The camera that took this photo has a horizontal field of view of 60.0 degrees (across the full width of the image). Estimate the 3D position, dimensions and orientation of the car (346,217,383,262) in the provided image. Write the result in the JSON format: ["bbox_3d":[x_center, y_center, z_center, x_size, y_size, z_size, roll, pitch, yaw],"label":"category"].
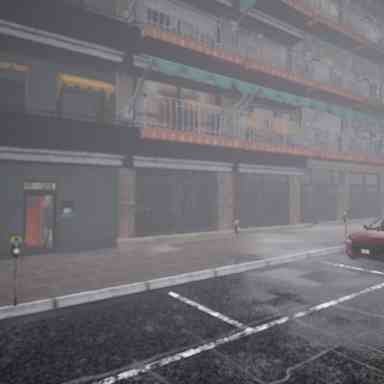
[{"bbox_3d":[6.884,1.473,11.002,4.507,1.381,1.887,0,1,-36],"label":"car"}]
